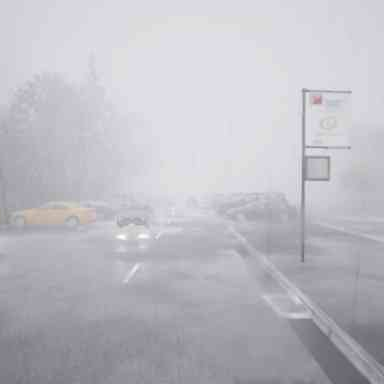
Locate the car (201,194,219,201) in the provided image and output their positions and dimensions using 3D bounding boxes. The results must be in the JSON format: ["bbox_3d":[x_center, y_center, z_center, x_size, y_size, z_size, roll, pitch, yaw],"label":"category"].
[{"bbox_3d":[4.652,1.430,87.387,4.553,1.767,2.185,0,0,0],"label":"car"}]

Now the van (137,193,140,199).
[{"bbox_3d":[-8.465,1.104,36.856,4.442,1.987,1.878,0,0,0],"label":"van"}]

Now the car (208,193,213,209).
[{"bbox_3d":[4.706,1.074,34.130,5.566,2.045,2.435,0,0,0],"label":"car"}]

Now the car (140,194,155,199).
[{"bbox_3d":[-8.178,1.350,45.213,5.366,1.575,1.946,0,0,0],"label":"car"}]

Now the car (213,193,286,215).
[{"bbox_3d":[4.711,1.076,25.719,5.566,2.045,2.435,0,0,0],"label":"car"}]

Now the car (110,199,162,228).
[{"bbox_3d":[-3.354,1.410,21.052,2.033,1.411,5.357,0,0,0],"label":"car"}]

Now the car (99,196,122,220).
[{"bbox_3d":[-8.345,1.327,25.720,5.008,1.535,2.097,0,0,0],"label":"car"}]

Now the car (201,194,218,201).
[{"bbox_3d":[4.646,1.447,90.191,4.553,1.767,2.185,0,0,0],"label":"car"}]

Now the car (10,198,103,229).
[{"bbox_3d":[-8.333,1.345,20.152,5.008,1.535,2.097,0,0,0],"label":"car"}]

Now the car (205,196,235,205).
[{"bbox_3d":[4.720,1.414,56.553,4.792,1.488,2.163,0,0,0],"label":"car"}]

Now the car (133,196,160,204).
[{"bbox_3d":[-8.398,1.448,61.800,4.674,1.452,2.002,0,0,0],"label":"car"}]

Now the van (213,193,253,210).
[{"bbox_3d":[4.842,1.111,39.735,4.442,1.987,1.878,0,0,0],"label":"van"}]

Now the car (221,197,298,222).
[{"bbox_3d":[4.747,1.336,22.919,4.892,1.521,2.231,0,0,0],"label":"car"}]

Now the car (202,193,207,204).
[{"bbox_3d":[4.675,1.116,50.949,5.566,2.045,2.435,0,0,0],"label":"car"}]

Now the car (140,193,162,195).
[{"bbox_3d":[-8.360,1.133,56.353,5.566,2.045,2.435,0,0,0],"label":"car"}]

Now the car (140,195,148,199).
[{"bbox_3d":[-8.356,1.385,42.428,4.674,1.452,2.002,0,0,0],"label":"car"}]

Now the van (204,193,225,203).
[{"bbox_3d":[4.776,1.231,70.569,4.442,1.987,1.878,0,0,0],"label":"van"}]

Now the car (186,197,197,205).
[{"bbox_3d":[-0.060,1.518,59.349,1.895,1.301,4.718,0,0,0],"label":"car"}]

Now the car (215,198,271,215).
[{"bbox_3d":[4.731,1.322,31.324,4.892,1.521,2.231,0,0,0],"label":"car"}]

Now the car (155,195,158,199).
[{"bbox_3d":[-8.411,1.405,53.569,4.792,1.488,2.163,0,0,0],"label":"car"}]

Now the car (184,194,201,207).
[{"bbox_3d":[-0.037,1.388,49.262,1.837,1.490,4.892,0,0,0],"label":"car"}]

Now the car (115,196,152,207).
[{"bbox_3d":[-8.364,1.360,47.999,5.008,1.535,2.097,0,0,0],"label":"car"}]

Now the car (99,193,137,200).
[{"bbox_3d":[-8.315,1.200,34.076,4.553,1.767,2.185,0,0,0],"label":"car"}]

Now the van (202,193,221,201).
[{"bbox_3d":[4.750,1.297,81.782,4.442,1.987,1.878,0,0,0],"label":"van"}]

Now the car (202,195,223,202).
[{"bbox_3d":[4.676,1.519,76.174,4.792,1.488,2.163,0,0,0],"label":"car"}]

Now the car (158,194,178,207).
[{"bbox_3d":[-3.341,1.385,47.162,1.837,1.490,4.892,0,-1,0],"label":"car"}]

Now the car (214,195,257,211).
[{"bbox_3d":[4.762,1.204,36.930,4.553,1.767,2.185,0,0,0],"label":"car"}]

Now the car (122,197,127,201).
[{"bbox_3d":[-8.343,1.364,28.507,4.674,1.452,2.002,0,0,0],"label":"car"}]
